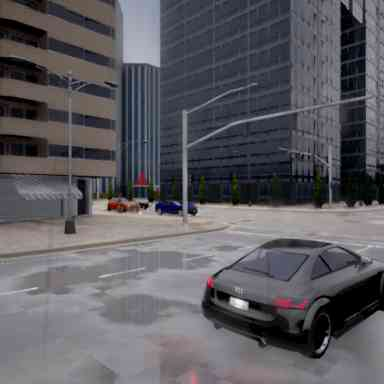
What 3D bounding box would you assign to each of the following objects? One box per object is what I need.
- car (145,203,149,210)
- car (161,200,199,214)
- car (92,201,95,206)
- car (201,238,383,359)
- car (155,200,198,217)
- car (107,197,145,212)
[{"bbox_3d":[-7.654,1.648,43.494,4.718,1.301,1.895,0,0,45],"label":"car"},{"bbox_3d":[-1.405,1.611,37.356,4.181,1.385,1.994,0,0,44],"label":"car"},{"bbox_3d":[-17.707,1.595,53.403,5.357,1.411,2.033,0,0,45],"label":"car"},{"bbox_3d":[2.139,1.562,6.119,4.181,1.385,1.994,0,0,-43],"label":"car"},{"bbox_3d":[-1.575,1.526,32.617,5.008,1.535,1.882,0,0,44],"label":"car"},{"bbox_3d":[-8.039,1.400,38.973,4.553,1.767,2.097,0,0,44],"label":"car"}]
